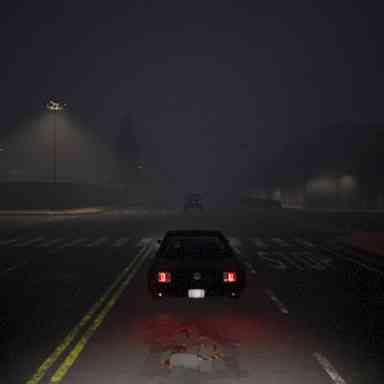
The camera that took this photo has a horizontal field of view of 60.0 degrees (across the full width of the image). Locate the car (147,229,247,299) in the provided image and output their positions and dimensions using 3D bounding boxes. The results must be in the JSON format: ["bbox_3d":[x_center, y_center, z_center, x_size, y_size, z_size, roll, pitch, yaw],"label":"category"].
[{"bbox_3d":[0.042,1.595,8.391,1.895,1.301,4.718,0,0,-1],"label":"car"}]

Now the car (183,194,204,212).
[{"bbox_3d":[0.170,1.193,38.638,2.150,2.045,5.566,0,0,0],"label":"car"}]
